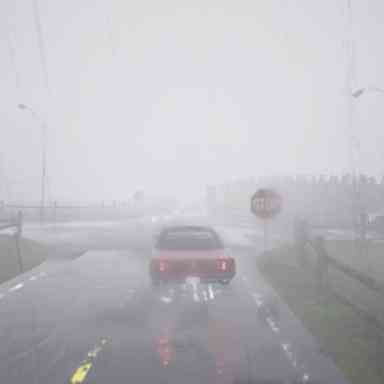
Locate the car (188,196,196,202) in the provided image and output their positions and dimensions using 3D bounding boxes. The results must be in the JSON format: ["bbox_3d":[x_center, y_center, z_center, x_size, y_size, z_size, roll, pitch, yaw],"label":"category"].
[{"bbox_3d":[-0.003,1.618,75.499,1.895,1.301,4.718,0,0,0],"label":"car"}]

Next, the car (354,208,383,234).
[{"bbox_3d":[12.722,1.685,20.854,4.553,1.767,2.097,1,-1,-1],"label":"car"}]

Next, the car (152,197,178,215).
[{"bbox_3d":[-2.845,1.542,33.741,2.033,1.411,5.357,0,0,0],"label":"car"}]

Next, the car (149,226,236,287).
[{"bbox_3d":[-0.135,1.597,9.305,1.895,1.301,4.718,0,0,-4],"label":"car"}]

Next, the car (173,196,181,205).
[{"bbox_3d":[-2.845,1.476,44.219,1.882,1.535,5.008,0,0,0],"label":"car"}]
